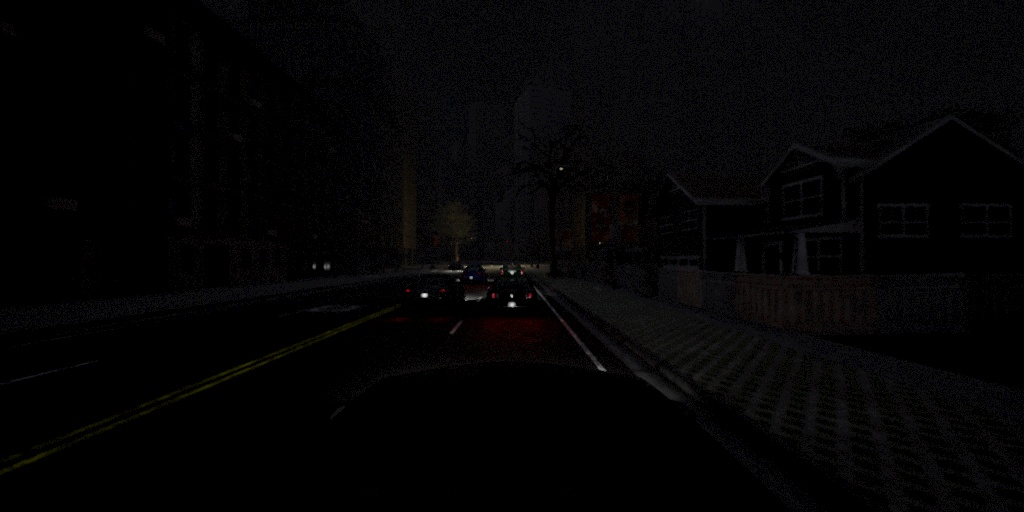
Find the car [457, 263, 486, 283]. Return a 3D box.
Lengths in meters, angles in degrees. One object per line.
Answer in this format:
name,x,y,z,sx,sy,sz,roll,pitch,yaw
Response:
car,-3.225,1.545,30.746,1.812,1.442,4.674,0,0,1

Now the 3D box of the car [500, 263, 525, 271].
car,0.021,1.366,30.273,2.097,1.767,4.553,0,-1,1

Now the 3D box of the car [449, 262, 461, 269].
car,-9.773,1.765,62.640,1.837,1.490,4.892,0,-1,0

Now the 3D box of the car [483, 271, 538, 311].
car,0.018,1.481,15.106,1.895,1.301,4.718,0,-1,1

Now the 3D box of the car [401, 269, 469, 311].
car,-3.227,1.447,15.345,1.994,1.385,4.181,0,0,1
